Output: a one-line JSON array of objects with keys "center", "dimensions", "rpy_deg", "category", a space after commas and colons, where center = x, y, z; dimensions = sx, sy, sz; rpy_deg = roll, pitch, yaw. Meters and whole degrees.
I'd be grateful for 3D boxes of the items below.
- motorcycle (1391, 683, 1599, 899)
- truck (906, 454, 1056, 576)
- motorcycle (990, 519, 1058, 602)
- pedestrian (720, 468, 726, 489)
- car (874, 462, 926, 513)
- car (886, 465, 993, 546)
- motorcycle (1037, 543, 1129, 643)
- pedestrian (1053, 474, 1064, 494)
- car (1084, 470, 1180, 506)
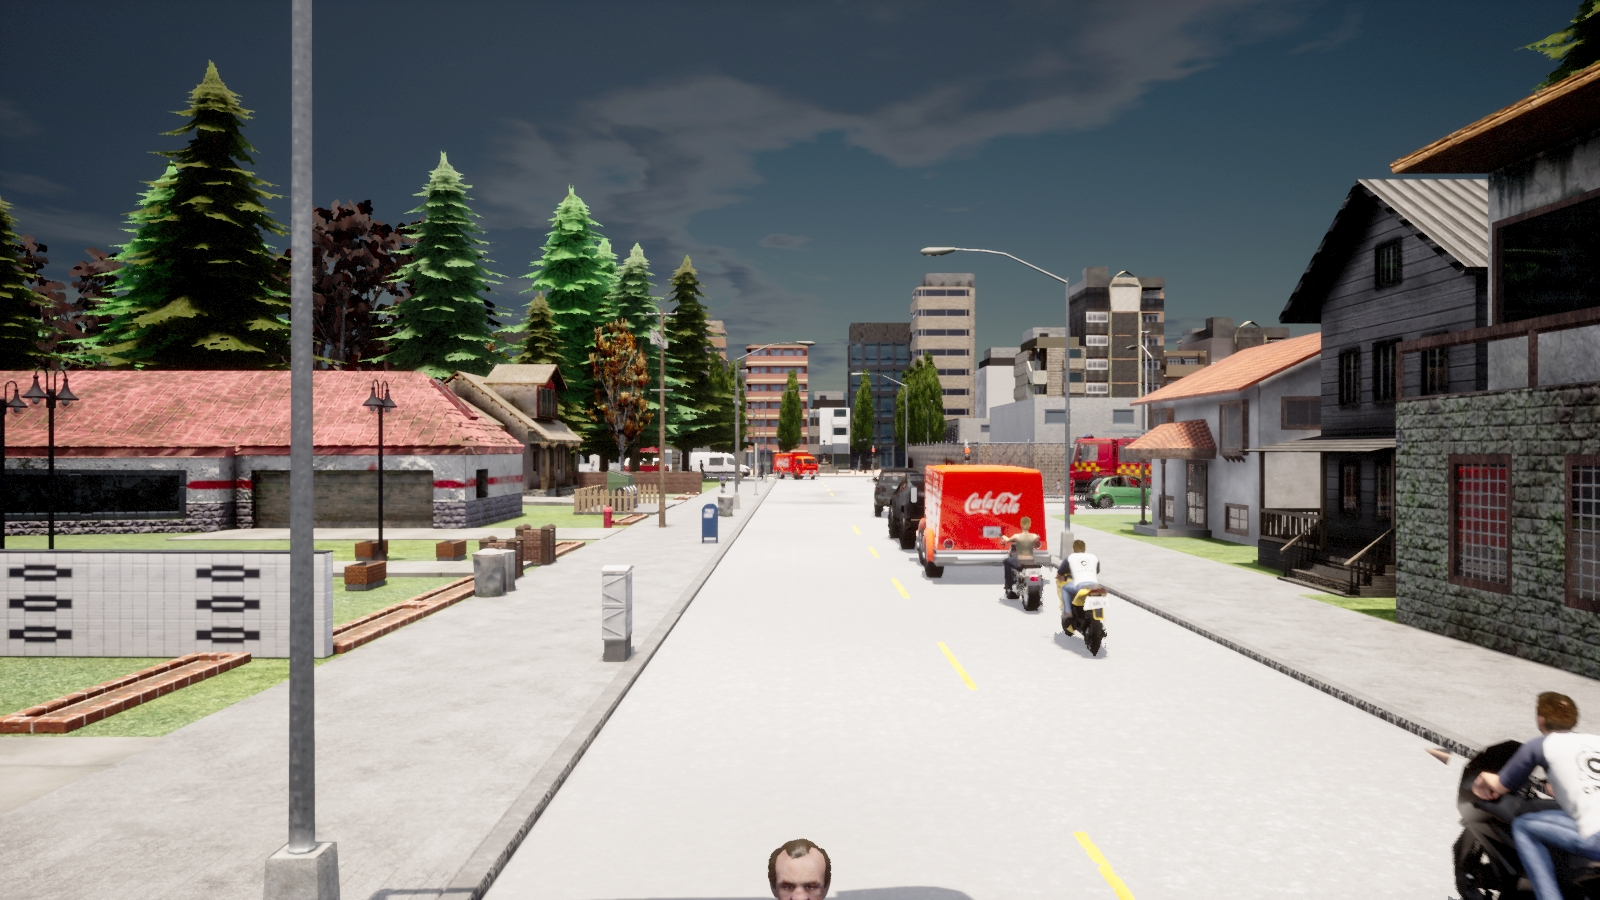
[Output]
[{"center": [3.999, 1.993, 5.941], "dimensions": [0.803, 1.145, 2.033], "rpy_deg": [0, 0, 0], "category": "motorcycle"}, {"center": [3.998, 1.356, 26.322], "dimensions": [2.627, 2.467, 5.204], "rpy_deg": [0, 1, 0], "category": "truck"}, {"center": [3.997, 1.950, 20.606], "dimensions": [0.764, 1.277, 2.356], "rpy_deg": [0, 0, 0], "category": "motorcycle"}, {"center": [-4.805, 1.803, 71.400], "dimensions": [0.375, 1.300, 0.375], "rpy_deg": [0, 0, 3], "category": "pedestrian"}, {"center": [4.364, 1.560, 49.794], "dimensions": [2.150, 2.045, 5.566], "rpy_deg": [0, 0, 5], "category": "car"}, {"center": [3.989, 1.534, 33.871], "dimensions": [2.390, 2.098, 6.274], "rpy_deg": [0, 0, 0], "category": "car"}, {"center": [3.995, 1.995, 16.274], "dimensions": [0.803, 1.145, 2.033], "rpy_deg": [0, 1, 0], "category": "motorcycle"}, {"center": [14.313, 1.896, 63.249], "dimensions": [0.500, 1.100, 0.500], "rpy_deg": [0, 0, 3], "category": "pedestrian"}, {"center": [15.655, 1.780, 54.023], "dimensions": [3.988, 1.617, 1.851], "rpy_deg": [0, 0, 0], "category": "car"}]
